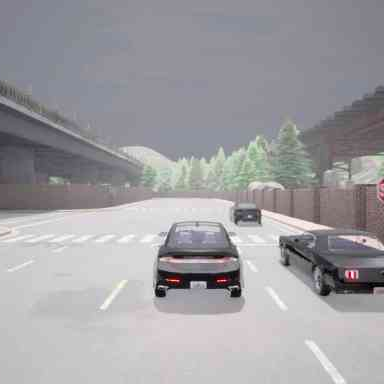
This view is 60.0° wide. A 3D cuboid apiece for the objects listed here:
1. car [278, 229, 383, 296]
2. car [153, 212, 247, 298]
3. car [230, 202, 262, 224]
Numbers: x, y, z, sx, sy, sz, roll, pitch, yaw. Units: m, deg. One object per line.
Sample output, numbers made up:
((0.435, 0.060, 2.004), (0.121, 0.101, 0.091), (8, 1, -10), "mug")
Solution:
((3.646, 1.601, 8.568), (1.895, 1.301, 4.718), (0, 0, 1), "car")
((0.144, 1.492, 8.526), (2.128, 1.511, 4.902), (0, 0, 1), "car")
((3.889, 1.477, 24.683), (1.882, 1.535, 5.008), (0, 0, 1), "car")
